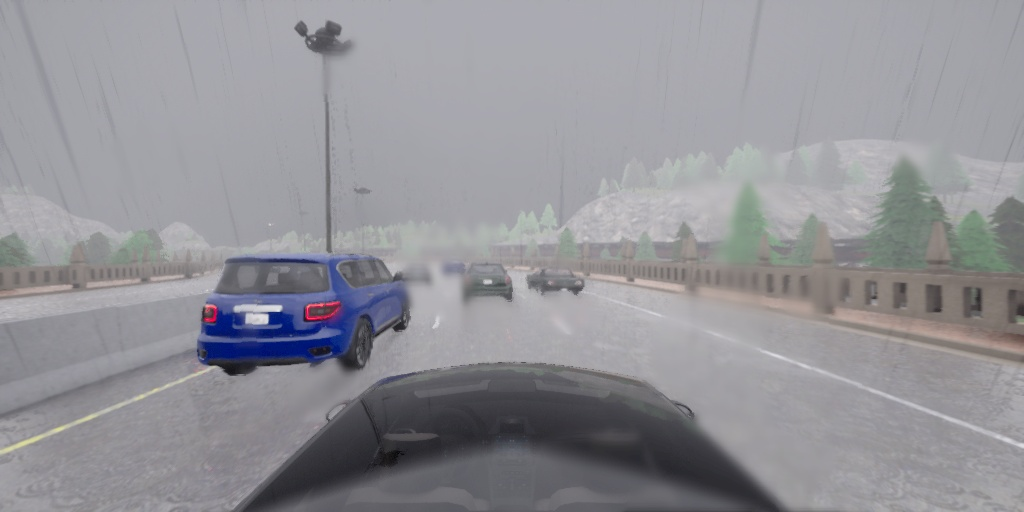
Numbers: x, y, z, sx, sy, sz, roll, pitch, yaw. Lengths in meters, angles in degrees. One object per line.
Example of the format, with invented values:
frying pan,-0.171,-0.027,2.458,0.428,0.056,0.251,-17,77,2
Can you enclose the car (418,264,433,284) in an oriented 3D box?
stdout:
car,-6.671,1.245,25.417,1.994,1.385,4.181,-1,0,-14

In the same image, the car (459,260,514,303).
car,-1.246,1.035,16.350,2.097,1.767,4.553,-1,0,-8

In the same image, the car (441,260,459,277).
car,-5.578,1.104,33.977,1.882,1.535,5.008,-1,0,-19

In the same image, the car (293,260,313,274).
car,-24.619,1.289,42.391,1.837,1.490,4.892,-1,0,-28

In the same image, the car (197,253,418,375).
car,-3.739,0.965,7.691,2.150,2.045,5.566,0,0,-4

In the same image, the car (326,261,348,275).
car,-19.835,1.283,40.771,2.033,1.411,5.357,-1,0,-25

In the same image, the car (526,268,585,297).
car,2.025,1.248,18.278,1.895,1.301,4.718,0,0,-10

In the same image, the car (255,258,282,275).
car,-28.178,1.180,41.596,2.097,1.767,4.553,-1,0,-29
